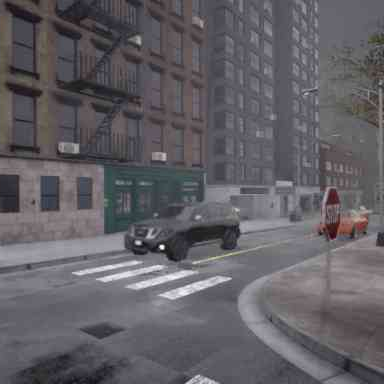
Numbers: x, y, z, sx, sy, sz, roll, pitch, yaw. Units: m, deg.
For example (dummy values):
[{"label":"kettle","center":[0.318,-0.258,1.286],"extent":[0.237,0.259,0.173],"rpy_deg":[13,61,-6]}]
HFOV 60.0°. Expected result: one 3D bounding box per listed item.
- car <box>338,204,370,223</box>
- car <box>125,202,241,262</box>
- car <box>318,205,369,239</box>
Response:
[{"label":"car","center":[17.138,2.221,35.118],"extent":[2.097,1.767,4.553],"rpy_deg":[0,-1,39]},{"label":"car","center":[-0.108,1.451,13.582],"extent":[2.150,2.045,5.566],"rpy_deg":[0,-2,39]},{"label":"car","center":[9.633,1.834,21.030],"extent":[2.097,1.767,4.553],"rpy_deg":[0,-2,39]}]
